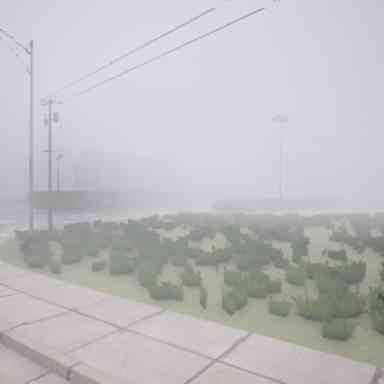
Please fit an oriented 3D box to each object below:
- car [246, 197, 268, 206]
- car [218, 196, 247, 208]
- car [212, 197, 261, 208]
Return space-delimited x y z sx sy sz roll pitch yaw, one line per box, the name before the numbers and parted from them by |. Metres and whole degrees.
car | 11.076 1.529 56.486 1.994 1.385 4.181 0 0 36
car | 6.106 1.457 49.539 2.128 1.511 4.902 0 0 36
car | 4.511 1.482 35.339 4.892 1.490 1.837 0 -1 31
